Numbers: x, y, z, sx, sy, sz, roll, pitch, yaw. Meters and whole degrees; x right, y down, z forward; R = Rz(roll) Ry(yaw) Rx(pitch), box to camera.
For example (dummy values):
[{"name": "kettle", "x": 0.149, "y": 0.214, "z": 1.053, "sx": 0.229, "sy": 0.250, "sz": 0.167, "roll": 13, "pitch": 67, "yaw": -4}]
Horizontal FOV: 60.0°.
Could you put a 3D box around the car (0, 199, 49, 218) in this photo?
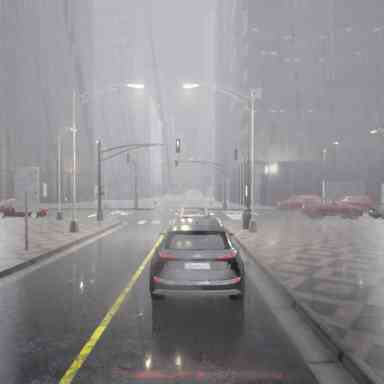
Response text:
[{"name": "car", "x": -14.886, "y": 1.567, "z": 29.099, "sx": 4.507, "sy": 1.381, "sz": 1.887, "roll": 0, "pitch": 1, "yaw": 0}]

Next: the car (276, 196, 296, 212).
[{"name": "car", "x": 12.151, "y": 1.325, "z": 37.669, "sx": 5.009, "sy": 1.841, "sz": 2.192, "roll": 0, "pitch": 1, "yaw": 0}]

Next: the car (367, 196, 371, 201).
[{"name": "car", "x": 17.794, "y": 1.353, "z": 37.680, "sx": 5.009, "sy": 1.841, "sz": 2.192, "roll": 0, "pitch": 1, "yaw": 0}]

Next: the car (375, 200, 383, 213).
[{"name": "car", "x": 23.436, "y": 1.634, "z": 37.692, "sx": 4.313, "sy": 1.339, "sz": 1.947, "roll": 0, "pitch": 1, "yaw": 0}]

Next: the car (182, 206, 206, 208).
[{"name": "car", "x": 0.116, "y": 1.507, "z": 17.451, "sx": 1.837, "sy": 1.490, "sz": 4.892, "roll": 0, "pitch": 0, "yaw": 0}]

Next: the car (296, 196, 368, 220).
[{"name": "car", "x": 12.156, "y": 1.463, "z": 29.146, "sx": 5.009, "sy": 1.841, "sz": 2.192, "roll": 0, "pitch": 1, "yaw": 0}]

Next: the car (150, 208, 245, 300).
[{"name": "car", "x": 0.117, "y": 1.428, "z": 8.364, "sx": 2.033, "sy": 1.649, "sz": 4.856, "roll": 0, "pitch": 0, "yaw": 0}]

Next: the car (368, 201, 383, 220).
[{"name": "car", "x": 17.799, "y": 1.742, "z": 29.159, "sx": 4.313, "sy": 1.339, "sz": 1.947, "roll": 0, "pitch": 1, "yaw": 0}]
